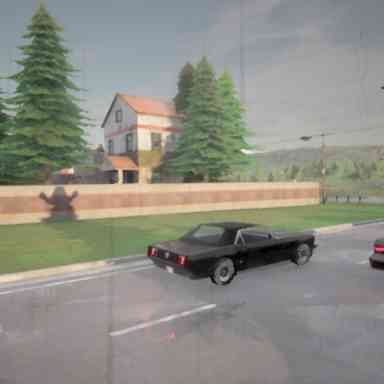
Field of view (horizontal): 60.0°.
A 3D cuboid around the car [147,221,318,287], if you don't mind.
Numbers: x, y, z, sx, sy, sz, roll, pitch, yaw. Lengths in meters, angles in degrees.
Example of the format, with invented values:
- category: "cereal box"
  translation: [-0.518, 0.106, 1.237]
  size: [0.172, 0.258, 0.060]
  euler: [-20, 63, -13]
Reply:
- category: "car"
  translation: [1.291, 1.451, 8.975]
  size: [4.718, 1.301, 1.895]
  euler: [-2, 1, -36]

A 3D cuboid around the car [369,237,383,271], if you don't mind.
- category: "car"
  translation: [6.605, 1.294, 8.458]
  size: [5.357, 1.411, 2.033]
  euler: [-2, 1, -36]
